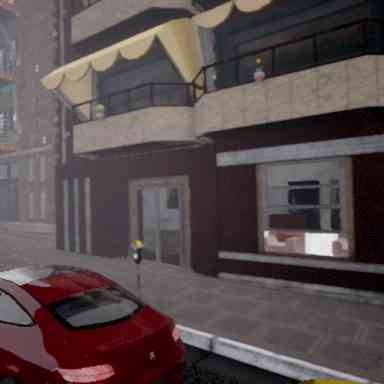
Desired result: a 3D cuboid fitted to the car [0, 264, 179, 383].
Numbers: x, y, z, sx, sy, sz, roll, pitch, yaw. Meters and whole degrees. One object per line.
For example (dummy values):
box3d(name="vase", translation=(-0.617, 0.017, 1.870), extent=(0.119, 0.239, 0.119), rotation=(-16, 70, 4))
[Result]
box3d(name="car", translation=(-2.012, 1.592, 4.180), extent=(4.206, 1.307, 1.802), rotation=(0, -2, 36))

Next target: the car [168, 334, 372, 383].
box3d(name="car", translation=(2.352, 1.522, 1.069), extent=(4.829, 1.417, 1.752), rotation=(0, -2, 36))
